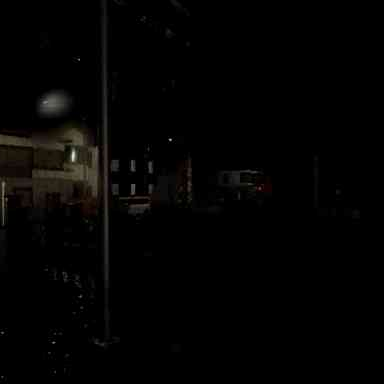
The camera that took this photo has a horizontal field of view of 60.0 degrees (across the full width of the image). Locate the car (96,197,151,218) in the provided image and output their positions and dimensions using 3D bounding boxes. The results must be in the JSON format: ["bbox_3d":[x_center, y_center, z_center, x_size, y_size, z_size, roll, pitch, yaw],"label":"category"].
[{"bbox_3d":[-5.838,1.455,29.607,2.150,2.045,5.566,-1,-1,38],"label":"car"}]
